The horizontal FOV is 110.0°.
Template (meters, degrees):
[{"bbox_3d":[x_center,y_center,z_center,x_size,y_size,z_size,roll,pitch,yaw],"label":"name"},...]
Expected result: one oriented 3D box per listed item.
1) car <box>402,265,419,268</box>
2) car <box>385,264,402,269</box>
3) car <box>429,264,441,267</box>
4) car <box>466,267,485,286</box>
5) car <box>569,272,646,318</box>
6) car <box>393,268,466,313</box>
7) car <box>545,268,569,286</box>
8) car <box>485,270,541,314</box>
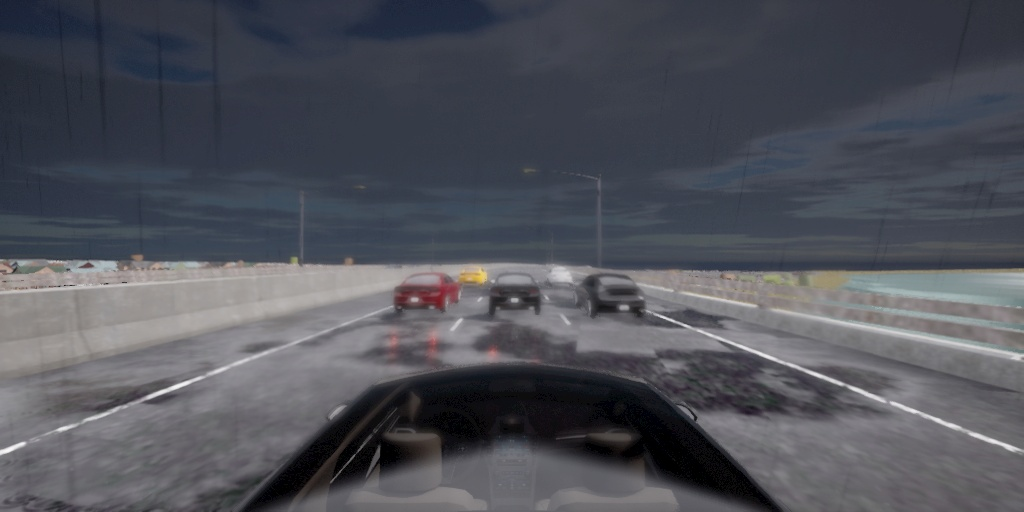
[{"bbox_3d":[-16.474,2.212,60.540,1.994,1.385,4.181,0,-1,3],"label":"car"},{"bbox_3d":[-19.969,2.143,60.647,2.128,1.511,4.902,0,-1,3],"label":"car"},{"bbox_3d":[-12.983,2.150,60.377,1.837,1.490,4.892,0,-1,3],"label":"car"},{"bbox_3d":[-3.175,1.633,29.974,1.882,1.535,5.008,0,-1,1],"label":"car"},{"bbox_3d":[3.608,1.422,13.836,1.837,1.490,4.892,0,0,1],"label":"car"},{"bbox_3d":[-3.373,1.410,15.061,1.882,1.535,5.008,0,-1,1],"label":"car"},{"bbox_3d":[3.810,1.673,29.364,1.812,1.442,4.674,0,-1,1],"label":"car"},{"bbox_3d":[0.122,1.406,14.671,1.882,1.535,5.008,0,-1,1],"label":"car"}]
